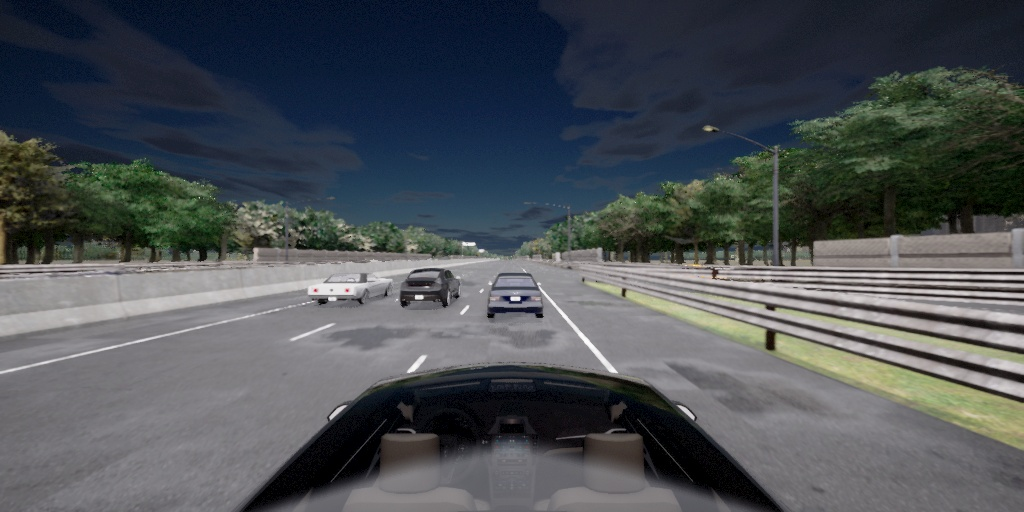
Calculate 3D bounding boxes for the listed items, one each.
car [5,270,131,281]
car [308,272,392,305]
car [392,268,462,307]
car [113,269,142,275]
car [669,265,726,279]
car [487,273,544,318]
[{"bbox_3d":[-17.590,1.358,13.196,1.895,1.301,4.718,0,0,0],"label":"car"},{"bbox_3d":[-6.897,1.363,16.010,1.895,1.301,4.718,0,0,0],"label":"car"},{"bbox_3d":[-3.397,1.267,15.561,1.837,1.490,4.892,0,0,0],"label":"car"},{"bbox_3d":[-21.074,1.367,18.495,1.895,1.301,4.718,0,0,0],"label":"car"},{"bbox_3d":[13.472,1.396,27.048,1.882,1.535,5.008,1,-1,-23],"label":"car"},{"bbox_3d":[0.103,1.306,13.044,2.033,1.411,5.357,0,0,0],"label":"car"}]
